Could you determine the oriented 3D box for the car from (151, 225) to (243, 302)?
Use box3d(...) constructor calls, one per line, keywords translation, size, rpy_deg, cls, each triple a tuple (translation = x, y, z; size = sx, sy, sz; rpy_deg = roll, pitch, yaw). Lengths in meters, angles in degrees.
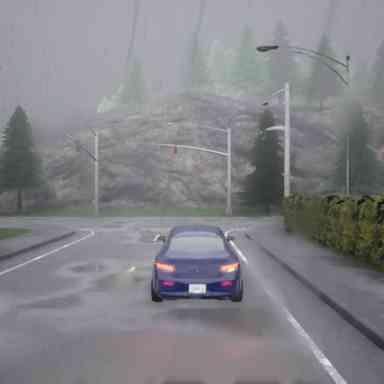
box3d(translation=(0.107, 1.525, 8.130), size=(1.812, 1.442, 4.674), rpy_deg=(0, 0, 0), cls="car")
